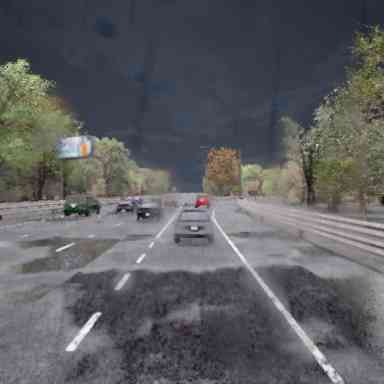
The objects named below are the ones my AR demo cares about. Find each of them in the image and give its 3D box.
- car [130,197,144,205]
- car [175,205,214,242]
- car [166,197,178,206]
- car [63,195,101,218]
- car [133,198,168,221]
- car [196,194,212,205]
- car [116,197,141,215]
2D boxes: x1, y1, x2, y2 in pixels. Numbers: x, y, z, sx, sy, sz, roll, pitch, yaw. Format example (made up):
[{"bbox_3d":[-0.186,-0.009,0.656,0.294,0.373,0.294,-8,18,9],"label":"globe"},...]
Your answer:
[{"bbox_3d":[-10.409,1.734,63.179,1.812,1.442,4.674,0,0,0],"label":"car"},{"bbox_3d":[0.102,1.603,16.728,2.033,1.411,5.357,0,0,0],"label":"car"},{"bbox_3d":[-3.408,1.528,53.347,2.097,1.767,4.553,0,0,0],"label":"car"},{"bbox_3d":[-10.405,1.327,31.861,2.150,2.045,5.566,0,0,0],"label":"car"},{"bbox_3d":[-3.405,1.571,28.088,1.882,1.535,5.008,0,0,0],"label":"car"},{"bbox_3d":[1.834,1.393,51.161,2.150,2.045,5.566,0,0,7],"label":"car"},{"bbox_3d":[-6.907,1.624,35.962,1.837,1.490,4.892,0,0,0],"label":"car"}]
